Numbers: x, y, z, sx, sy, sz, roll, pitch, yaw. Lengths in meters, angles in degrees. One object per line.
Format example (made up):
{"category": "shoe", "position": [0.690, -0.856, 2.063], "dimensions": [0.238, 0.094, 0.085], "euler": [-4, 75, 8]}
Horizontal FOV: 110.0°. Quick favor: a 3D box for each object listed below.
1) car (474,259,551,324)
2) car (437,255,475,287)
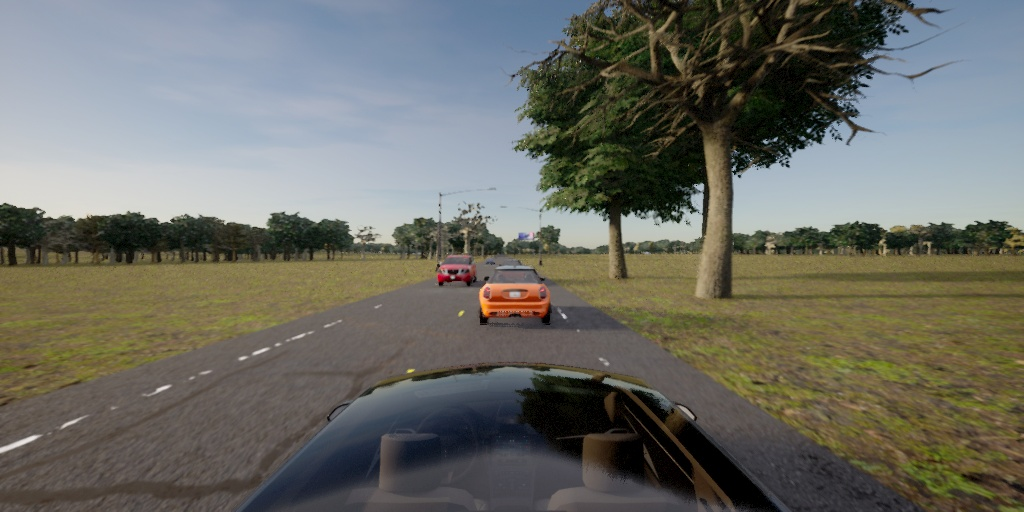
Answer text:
{"category": "car", "position": [0.078, 1.096, 12.127], "dimensions": [2.097, 1.767, 4.553], "euler": [0, 0, 0]}
{"category": "car", "position": [-3.681, 0.950, 24.918], "dimensions": [2.150, 2.045, 5.566], "euler": [0, 0, 0]}
